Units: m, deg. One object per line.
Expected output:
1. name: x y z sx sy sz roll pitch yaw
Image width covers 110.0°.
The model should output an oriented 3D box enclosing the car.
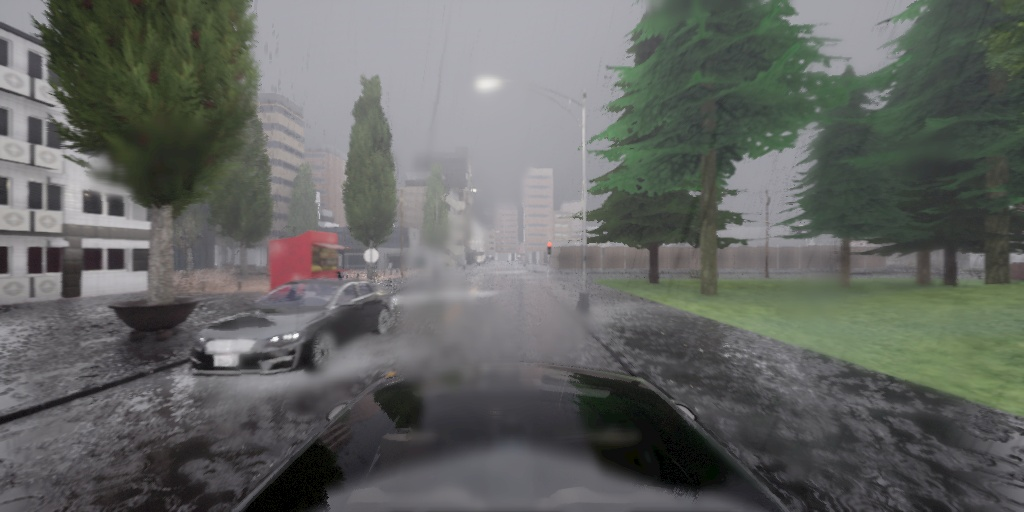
1. car: -4.093 1.243 7.609 2.128 1.511 4.902 0 0 0
